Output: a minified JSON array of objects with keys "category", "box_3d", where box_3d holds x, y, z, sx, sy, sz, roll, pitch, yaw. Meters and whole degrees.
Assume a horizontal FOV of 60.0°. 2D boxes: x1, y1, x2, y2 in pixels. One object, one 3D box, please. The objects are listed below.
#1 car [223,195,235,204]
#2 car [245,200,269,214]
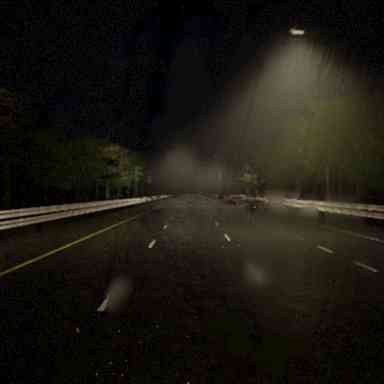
[{"category":"car","box_3d":[7.062,1.621,63.413,2.033,1.411,5.357,0,0,0]},{"category":"car","box_3d":[7.032,1.592,36.297,2.033,1.411,5.357,0,0,0]}]
